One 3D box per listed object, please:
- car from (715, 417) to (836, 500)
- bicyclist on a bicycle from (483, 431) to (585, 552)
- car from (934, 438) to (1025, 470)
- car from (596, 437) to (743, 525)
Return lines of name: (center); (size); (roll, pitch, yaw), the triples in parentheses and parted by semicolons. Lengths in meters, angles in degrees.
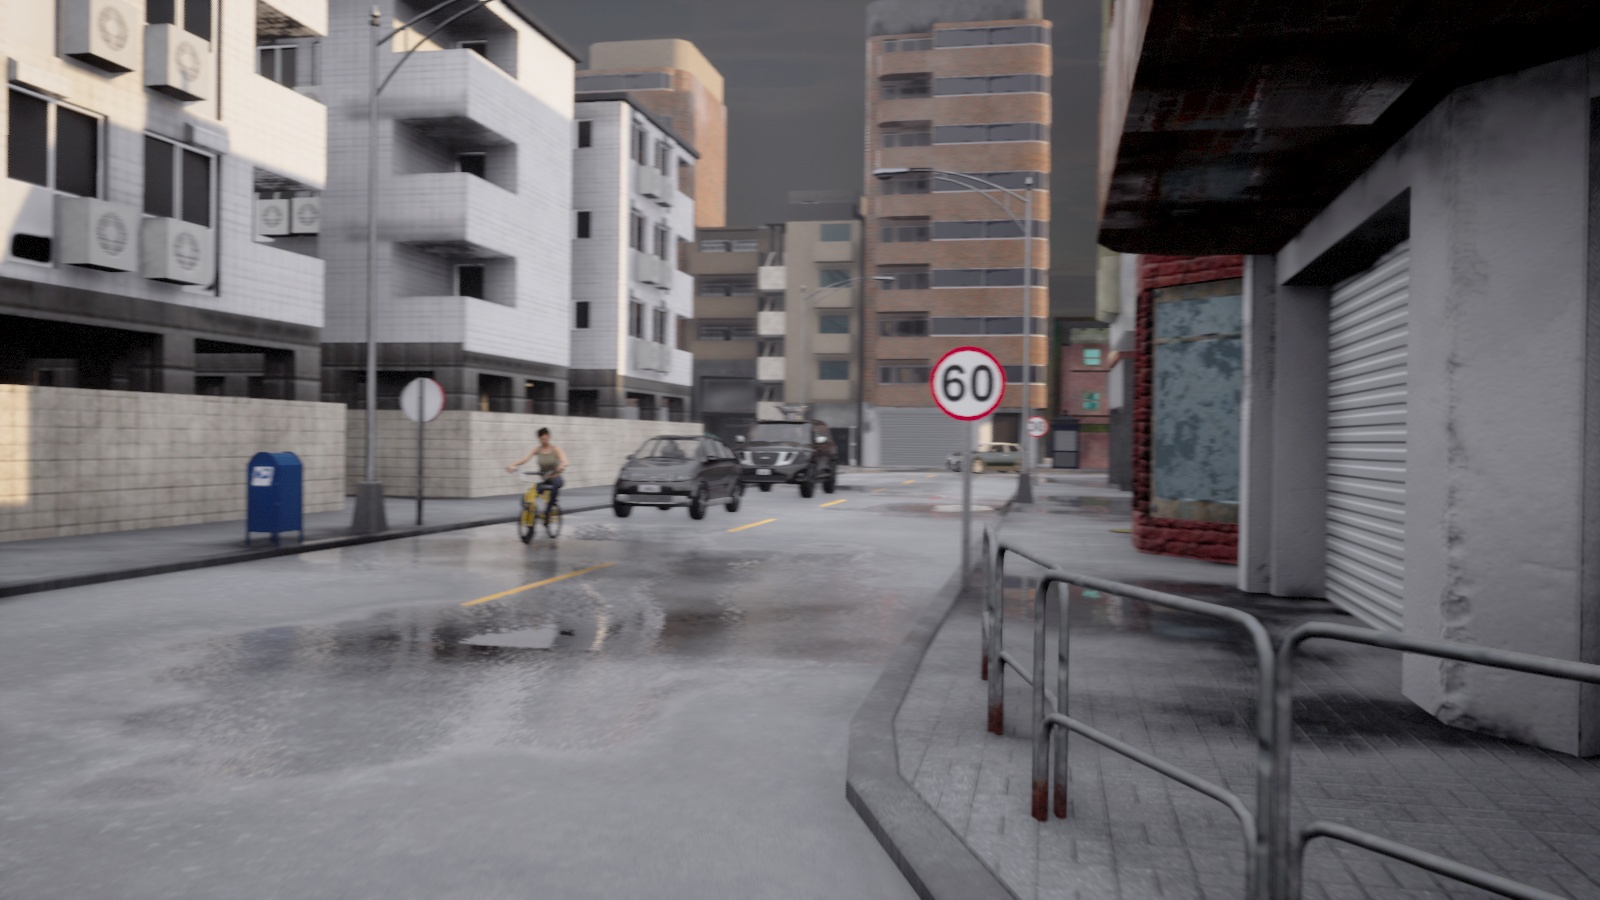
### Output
car: (-0.531, 0.182, 33.887); (2.150, 2.045, 5.566); (0, 0, 11)
bicyclist on a bicycle: (-3.695, 0.547, 17.557); (0.866, 1.612, 1.509); (0, 0, 11)
car: (8.561, 0.177, 59.866); (3.806, 1.475, 1.970); (0, 1, -25)
car: (-2.413, 0.530, 24.135); (1.789, 1.549, 3.705); (0, 0, 11)
